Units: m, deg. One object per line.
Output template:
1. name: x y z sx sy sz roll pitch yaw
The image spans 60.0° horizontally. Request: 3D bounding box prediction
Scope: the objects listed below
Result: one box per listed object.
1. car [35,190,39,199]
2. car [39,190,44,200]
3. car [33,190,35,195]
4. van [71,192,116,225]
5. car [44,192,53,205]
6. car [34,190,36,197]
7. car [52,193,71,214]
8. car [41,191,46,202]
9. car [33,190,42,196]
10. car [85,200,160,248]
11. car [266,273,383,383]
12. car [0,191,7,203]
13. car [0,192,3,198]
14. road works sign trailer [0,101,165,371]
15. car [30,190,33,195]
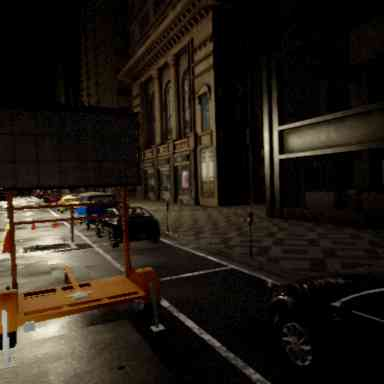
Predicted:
1. car: -25.699 0.615 57.959 1.947 1.339 4.313 -3 2 -27
2. car: -20.651 0.704 48.109 1.752 1.417 4.829 -3 2 -27
3. car: -30.829 0.358 67.954 1.967 1.590 4.097 -3 2 -27
4. van: -5.201 0.933 17.955 1.690 1.788 3.998 -3 2 -27
5. car: -15.445 0.898 37.961 1.802 1.307 4.206 -3 2 -27
6. car: -28.262 0.528 62.958 1.887 1.381 4.507 -3 2 -27
7. car: -10.398 0.977 28.111 1.752 1.417 4.829 -3 2 -27
8. car: -18.008 0.830 42.960 1.802 1.307 4.206 -3 2 -27
9. car: -38.514 0.287 82.958 1.947 1.339 4.313 -3 2 -27
10. car: -2.630 1.211 12.962 2.008 1.369 4.403 -3 2 -27
11. car: 2.496 1.350 2.963 2.008 1.369 4.403 -3 2 -27
12. car: -29.837 0.815 53.404 1.882 1.535 5.008 -3 2 -27
13. car: -46.087 0.656 79.061 1.887 1.381 4.507 -3 2 -27
14. road works sign trailer: -2.099 0.334 5.767 2.380 3.560 2.880 -3 2 -27
15. car: -35.960 0.102 77.950 2.192 1.841 5.009 -3 2 -27
